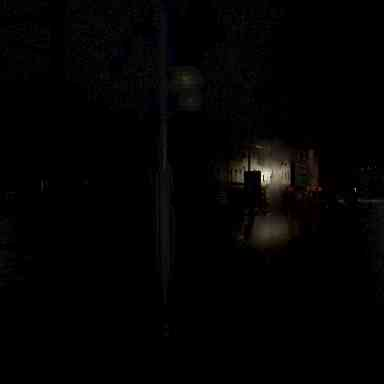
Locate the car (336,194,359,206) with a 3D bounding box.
[{"bbox_3d":[22.248,1.364,47.076,1.882,1.535,5.008,-1,0,36],"label":"car"}]

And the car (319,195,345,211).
[{"bbox_3d":[16.298,1.399,38.622,2.128,1.511,4.902,-1,0,34],"label":"car"}]
